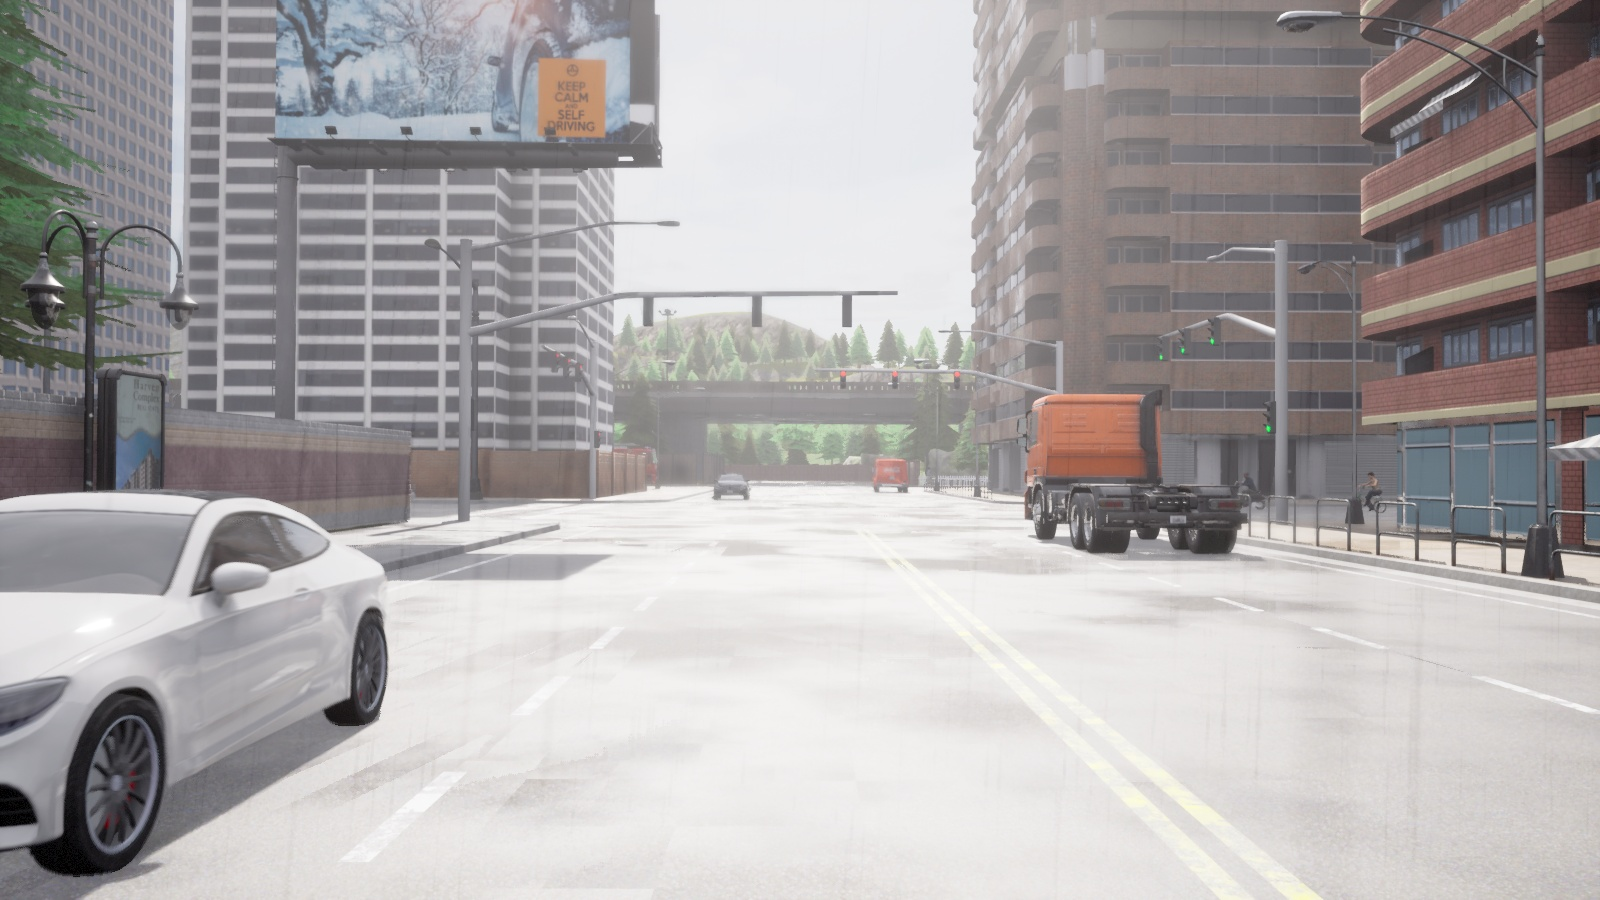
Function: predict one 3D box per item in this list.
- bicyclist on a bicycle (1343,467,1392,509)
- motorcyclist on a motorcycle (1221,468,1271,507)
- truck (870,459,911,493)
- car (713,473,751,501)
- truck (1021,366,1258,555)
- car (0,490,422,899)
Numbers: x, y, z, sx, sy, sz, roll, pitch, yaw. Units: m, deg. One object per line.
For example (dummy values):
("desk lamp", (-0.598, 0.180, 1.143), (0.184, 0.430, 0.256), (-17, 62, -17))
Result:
("bicyclist on a bicycle", (22.318, 1.487, 49.379), (1.509, 1.612, 0.866), (2, -1, 1))
("motorcyclist on a motorcycle", (18.773, 1.578, 52.893), (1.817, 1.590, 0.866), (1, -1, 0))
("truck", (6.743, 1.894, 94.319), (2.627, 2.467, 5.204), (0, 0, 0))
("car", (-3.687, 2.005, 68.622), (1.812, 1.442, 4.674), (0, -1, 0))
("truck", (6.922, 0.257, 26.978), (2.891, 3.462, 7.936), (0, -1, 0))
("car", (-3.518, 0.961, 6.347), (1.812, 1.442, 4.674), (0, -1, 0))
